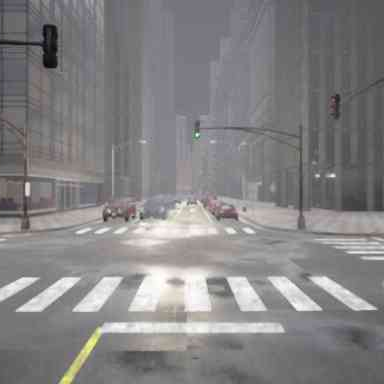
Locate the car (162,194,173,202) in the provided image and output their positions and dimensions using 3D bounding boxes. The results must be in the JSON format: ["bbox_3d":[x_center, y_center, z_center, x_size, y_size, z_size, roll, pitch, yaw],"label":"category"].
[{"bbox_3d":[-5.753,1.432,77.627,2.192,1.841,5.009,0,0,0],"label":"car"}]

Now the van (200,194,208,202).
[{"bbox_3d":[2.772,1.458,77.642,1.690,1.788,3.998,0,0,0],"label":"van"}]

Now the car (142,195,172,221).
[{"bbox_3d":[-3.091,1.387,27.835,2.097,1.767,4.553,0,0,0],"label":"car"}]

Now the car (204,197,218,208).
[{"bbox_3d":[2.768,1.595,38.313,1.887,1.381,4.507,0,0,0],"label":"car"}]

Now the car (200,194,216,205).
[{"bbox_3d":[2.769,1.383,49.550,2.192,1.841,5.009,0,0,0],"label":"car"}]

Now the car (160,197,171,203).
[{"bbox_3d":[-5.754,1.673,72.007,1.947,1.339,4.313,0,0,0],"label":"car"}]

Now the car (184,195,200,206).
[{"bbox_3d":[0.007,1.628,57.311,2.033,1.411,5.357,0,0,0],"label":"car"}]

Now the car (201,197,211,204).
[{"bbox_3d":[2.771,1.662,66.404,1.947,1.339,4.313,0,0,0],"label":"car"}]

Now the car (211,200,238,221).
[{"bbox_3d":[2.766,1.615,27.076,1.802,1.307,4.206,0,0,0],"label":"car"}]

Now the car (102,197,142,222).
[{"bbox_3d":[-5.758,1.349,27.058,2.192,1.841,5.009,0,0,0],"label":"car"}]

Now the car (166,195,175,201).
[{"bbox_3d":[-5.752,1.578,88.864,1.967,1.590,4.097,0,0,0],"label":"car"}]

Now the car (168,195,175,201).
[{"bbox_3d":[-5.751,1.694,94.483,1.887,1.381,4.507,0,0,0],"label":"car"}]

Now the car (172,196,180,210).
[{"bbox_3d":[-3.076,1.606,43.746,2.033,1.411,5.357,0,0,0],"label":"car"}]

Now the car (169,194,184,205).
[{"bbox_3d":[-2.993,1.612,61.905,1.882,1.535,5.008,0,0,0],"label":"car"}]

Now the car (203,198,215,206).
[{"bbox_3d":[2.770,1.659,55.168,1.802,1.307,4.206,0,0,0],"label":"car"}]

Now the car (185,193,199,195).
[{"bbox_3d":[0.008,1.583,67.726,1.837,1.490,4.892,0,0,0],"label":"car"}]

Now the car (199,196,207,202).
[{"bbox_3d":[2.773,1.693,83.259,1.947,1.339,4.313,0,0,0],"label":"car"}]

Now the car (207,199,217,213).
[{"bbox_3d":[2.767,1.624,32.695,1.802,1.307,4.206,0,0,0],"label":"car"}]
